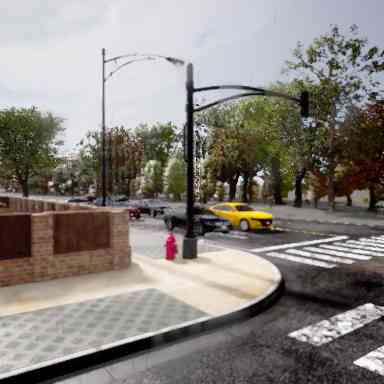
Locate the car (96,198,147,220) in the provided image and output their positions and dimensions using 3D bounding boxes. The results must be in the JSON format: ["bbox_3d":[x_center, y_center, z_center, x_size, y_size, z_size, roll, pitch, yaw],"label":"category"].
[{"bbox_3d":[-5.614,1.451,26.073,1.994,1.385,4.181,0,0,-35],"label":"car"}]

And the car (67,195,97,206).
[{"bbox_3d":[-11.641,1.350,34.512,1.837,1.490,4.892,0,0,-35],"label":"car"}]

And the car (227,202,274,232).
[{"bbox_3d":[2.675,1.401,20.062,1.882,1.535,5.008,0,0,-36],"label":"car"}]

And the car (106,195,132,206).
[{"bbox_3d":[-11.236,1.277,51.036,2.128,1.511,4.902,0,0,-36],"label":"car"}]

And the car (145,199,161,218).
[{"bbox_3d":[-3.382,1.374,28.534,2.128,1.511,4.902,0,0,-36],"label":"car"}]

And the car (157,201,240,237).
[{"bbox_3d":[0.188,1.452,17.949,1.812,1.442,4.674,0,0,-35],"label":"car"}]

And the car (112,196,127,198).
[{"bbox_3d":[-9.568,1.387,37.198,2.033,1.411,5.357,0,0,-35],"label":"car"}]
